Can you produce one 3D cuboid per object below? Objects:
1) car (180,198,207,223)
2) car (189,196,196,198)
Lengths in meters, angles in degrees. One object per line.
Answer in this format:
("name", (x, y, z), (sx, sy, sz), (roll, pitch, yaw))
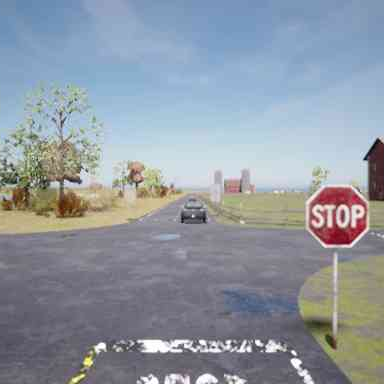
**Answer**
("car", (0.121, 1.484, 25.749), (2.128, 1.511, 4.902), (0, 0, 0))
("car", (0.065, 1.517, 71.243), (2.033, 1.411, 5.357), (0, 0, 0))
